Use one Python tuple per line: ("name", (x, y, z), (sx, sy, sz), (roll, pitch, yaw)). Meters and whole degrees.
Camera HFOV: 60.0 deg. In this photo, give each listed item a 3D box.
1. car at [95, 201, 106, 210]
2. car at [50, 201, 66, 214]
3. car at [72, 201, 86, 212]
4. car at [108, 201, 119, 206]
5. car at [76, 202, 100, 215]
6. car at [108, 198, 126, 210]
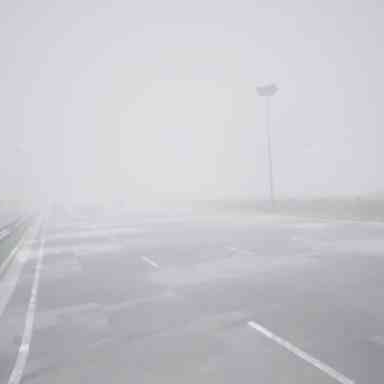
("car", (-17.637, 2.537, 62.713), (2.097, 1.767, 4.553), (-3, 0, -23))
("car", (-23.519, 2.671, 58.682), (2.150, 2.045, 5.566), (-3, 0, -23))
("car", (-20.947, 2.904, 61.584), (1.994, 1.385, 4.181), (-3, 0, -23))
("car", (-20.771, 3.063, 87.605), (1.895, 1.301, 4.718), (-3, 0, -23))
("car", (-15.160, 2.537, 48.278), (2.033, 1.411, 5.357), (-3, 0, -22))
("car", (-14.155, 2.241, 63.457), (2.150, 2.045, 5.566), (-3, 0, -23))
